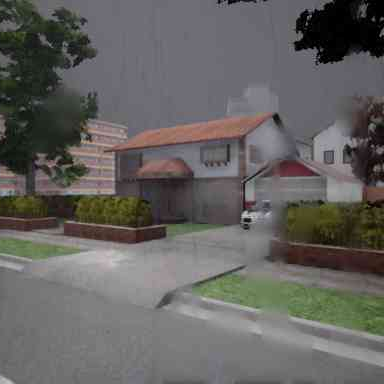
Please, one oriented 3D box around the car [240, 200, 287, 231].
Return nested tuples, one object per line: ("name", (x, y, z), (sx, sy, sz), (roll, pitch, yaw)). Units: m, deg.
("car", (4.101, 1.168, 17.378), (1.970, 1.475, 3.806), (0, 0, 36))
